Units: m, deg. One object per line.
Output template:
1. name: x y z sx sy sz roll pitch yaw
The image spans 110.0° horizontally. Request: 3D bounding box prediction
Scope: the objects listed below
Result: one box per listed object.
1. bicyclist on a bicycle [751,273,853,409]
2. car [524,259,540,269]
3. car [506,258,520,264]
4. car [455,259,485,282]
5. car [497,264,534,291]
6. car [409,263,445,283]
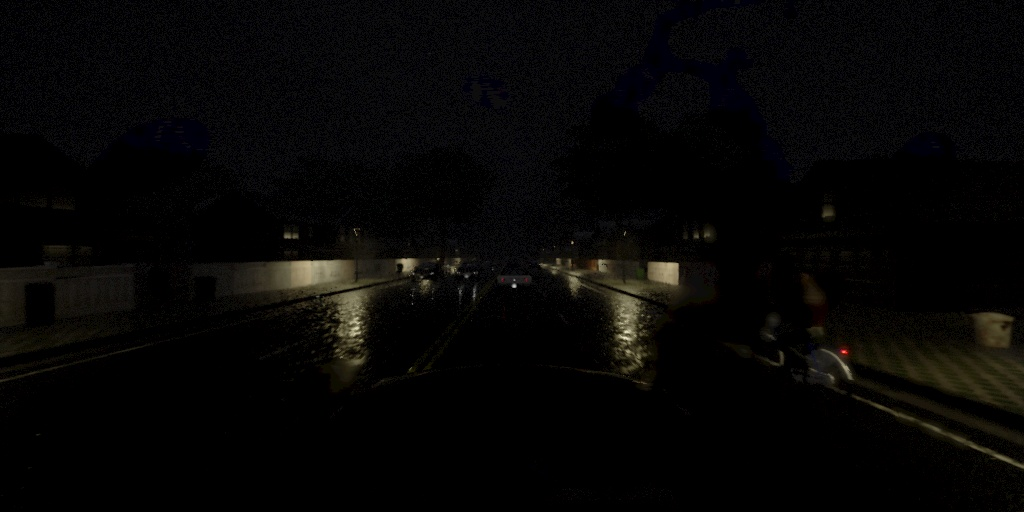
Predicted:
1. bicyclist on a bicycle: 4.150 1.125 5.314 0.659 1.776 1.843 0 0 0
2. car: 3.459 1.328 56.998 2.033 1.411 5.357 0 0 0
3. car: 0.209 1.127 56.159 2.097 1.767 4.553 0 0 0
4. car: -3.294 1.236 28.555 2.128 1.511 4.902 0 0 0
5. car: 0.139 1.349 21.953 1.895 1.301 4.718 0 0 0
6. car: -6.546 1.266 28.355 1.812 1.442 4.674 0 0 0
